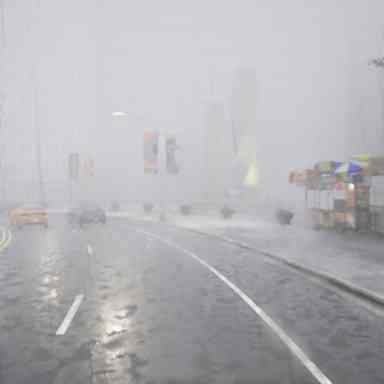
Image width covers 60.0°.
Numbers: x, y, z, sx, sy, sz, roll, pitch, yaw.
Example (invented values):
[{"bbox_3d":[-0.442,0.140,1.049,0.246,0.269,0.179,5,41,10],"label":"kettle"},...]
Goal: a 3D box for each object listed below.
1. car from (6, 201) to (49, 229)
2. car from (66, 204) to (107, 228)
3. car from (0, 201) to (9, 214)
[{"bbox_3d":[-11.532,1.651,23.435,1.882,1.535,5.008,0,0,-35],"label":"car"},{"bbox_3d":[-7.662,1.633,23.950,2.128,1.511,4.902,0,0,-33],"label":"car"},{"bbox_3d":[-19.847,1.791,36.113,4.892,1.490,1.837,0,0,35],"label":"car"}]
